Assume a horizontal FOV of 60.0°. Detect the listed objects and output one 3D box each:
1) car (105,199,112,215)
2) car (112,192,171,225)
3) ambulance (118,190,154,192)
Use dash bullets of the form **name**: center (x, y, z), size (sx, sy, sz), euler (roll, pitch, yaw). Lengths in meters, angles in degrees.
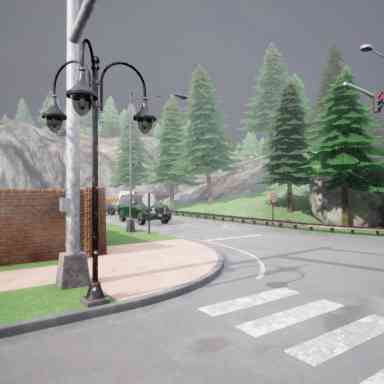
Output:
- **car**: center (-9.217, 1.366, 32.884), size (2.097, 1.767, 4.553), euler (0, 0, -34)
- **car**: center (-3.673, 1.236, 24.618), size (2.150, 2.045, 5.566), euler (0, 0, -34)
- **ambulance**: center (-6.380, 1.045, 35.079), size (2.351, 2.431, 6.366), euler (0, 0, -34)
